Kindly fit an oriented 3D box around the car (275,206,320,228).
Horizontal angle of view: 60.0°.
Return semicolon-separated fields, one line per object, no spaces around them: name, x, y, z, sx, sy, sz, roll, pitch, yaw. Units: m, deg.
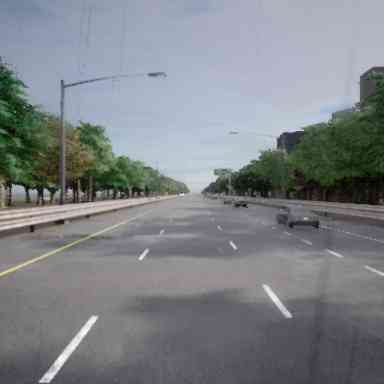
car;7.026;1.628;22.534;1.994;1.385;4.181;0;0;0

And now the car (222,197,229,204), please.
car;7.243;1.793;67.730;2.033;1.411;5.357;0;0;0

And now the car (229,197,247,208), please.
car;7.132;1.676;50.060;1.837;1.490;4.892;0;0;0
